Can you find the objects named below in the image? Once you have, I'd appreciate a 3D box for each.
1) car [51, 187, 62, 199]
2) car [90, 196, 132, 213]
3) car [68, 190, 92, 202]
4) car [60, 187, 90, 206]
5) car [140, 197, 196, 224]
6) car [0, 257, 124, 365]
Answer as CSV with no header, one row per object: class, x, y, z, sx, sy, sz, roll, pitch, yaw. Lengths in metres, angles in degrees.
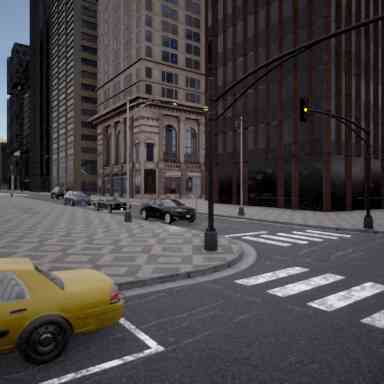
car,-22.009,0.143,55.705,2.150,2.045,5.566,0,1,-36
car,-7.135,1.078,29.606,1.895,1.301,4.718,0,1,-36
car,-16.043,0.586,47.448,1.882,1.535,5.008,0,1,-35
car,-13.094,0.635,37.942,2.097,1.767,4.553,0,1,-36
car,-1.677,1.137,21.988,1.882,1.535,5.008,0,1,-36
car,-3.329,1.525,4.274,4.829,1.417,1.752,0,0,-35
